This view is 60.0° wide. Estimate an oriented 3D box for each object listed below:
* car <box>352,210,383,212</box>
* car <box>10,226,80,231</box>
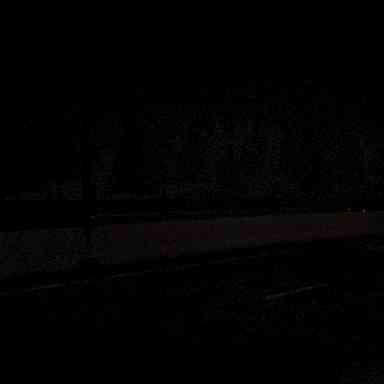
[{"bbox_3d":[15.225,1.518,27.417,4.718,1.301,1.895,0,0,-20],"label":"car"},{"bbox_3d":[-8.409,1.536,19.289,5.357,1.411,2.033,0,0,-34],"label":"car"}]
